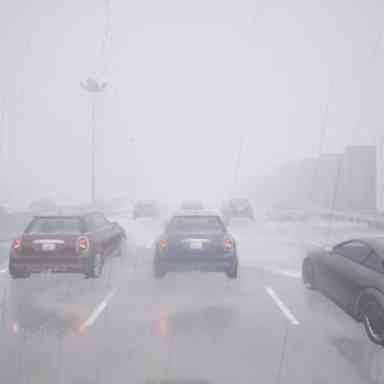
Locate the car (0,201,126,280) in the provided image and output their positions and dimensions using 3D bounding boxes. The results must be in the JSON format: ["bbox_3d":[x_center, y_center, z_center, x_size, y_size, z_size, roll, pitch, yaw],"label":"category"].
[{"bbox_3d":[-3.398,1.309,10.013,2.097,1.767,4.553,0,0,0],"label":"car"}]

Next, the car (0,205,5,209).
[{"bbox_3d":[-14.158,1.398,21.796,2.128,1.511,4.902,0,0,-1],"label":"car"}]

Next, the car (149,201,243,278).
[{"bbox_3d":[0.102,1.308,10.130,2.097,1.767,4.553,0,0,0],"label":"car"}]

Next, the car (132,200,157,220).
[{"bbox_3d":[-3.539,1.379,26.510,2.128,1.511,4.902,0,0,-1],"label":"car"}]

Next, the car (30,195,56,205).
[{"bbox_3d":[-18.183,1.392,40.677,1.994,1.385,4.181,0,0,-2],"label":"car"}]

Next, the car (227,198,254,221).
[{"bbox_3d":[3.464,1.241,26.240,2.097,1.767,4.553,0,0,-1],"label":"car"}]

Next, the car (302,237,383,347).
[{"bbox_3d":[3.596,1.538,6.257,1.994,1.385,4.181,0,0,0],"label":"car"}]

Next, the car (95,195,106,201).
[{"bbox_3d":[-15.945,1.266,57.130,1.837,1.490,4.892,1,2,-7],"label":"car"}]

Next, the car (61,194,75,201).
[{"bbox_3d":[-24.480,1.152,65.611,1.882,1.535,5.008,0,0,-10],"label":"car"}]

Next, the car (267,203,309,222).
[{"bbox_3d":[6.999,1.496,24.906,1.895,1.301,4.718,0,0,-1],"label":"car"}]

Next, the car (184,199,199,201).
[{"bbox_3d":[-0.071,1.359,28.059,1.882,1.535,5.008,0,0,-1],"label":"car"}]
